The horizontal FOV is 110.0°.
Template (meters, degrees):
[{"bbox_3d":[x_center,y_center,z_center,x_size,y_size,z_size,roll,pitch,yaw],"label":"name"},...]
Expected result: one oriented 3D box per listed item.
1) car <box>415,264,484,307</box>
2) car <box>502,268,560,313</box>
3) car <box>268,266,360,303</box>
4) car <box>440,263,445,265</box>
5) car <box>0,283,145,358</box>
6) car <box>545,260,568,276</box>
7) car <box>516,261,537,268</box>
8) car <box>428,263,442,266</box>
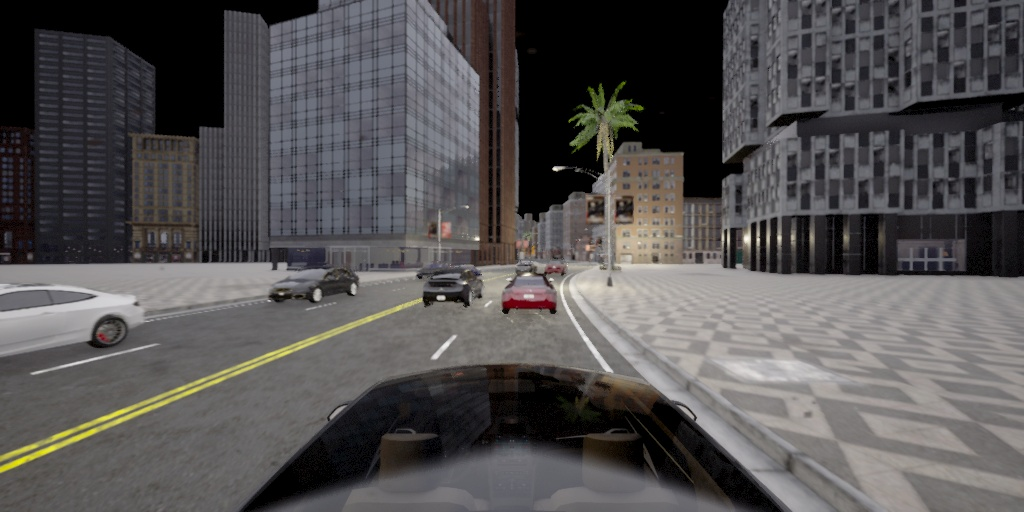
[{"bbox_3d":[-2.416,1.284,15.660,1.837,1.490,4.892,0,0,5],"label":"car"},{"bbox_3d":[0.729,1.349,14.273,1.994,1.385,4.181,0,0,4],"label":"car"},{"bbox_3d":[-8.992,1.260,16.771,1.837,1.490,4.892,0,0,6],"label":"car"},{"bbox_3d":[-4.026,1.405,29.679,1.895,1.301,4.718,0,0,10],"label":"car"},{"bbox_3d":[-9.652,1.257,6.551,1.812,1.442,4.674,0,0,2],"label":"car"},{"bbox_3d":[4.932,1.218,39.636,2.097,1.767,4.553,0,0,14],"label":"car"},{"bbox_3d":[1.664,1.346,40.046,2.128,1.511,4.902,0,0,14],"label":"car"},{"bbox_3d":[-6.811,1.347,32.518,2.033,1.411,5.357,0,0,11],"label":"car"}]
